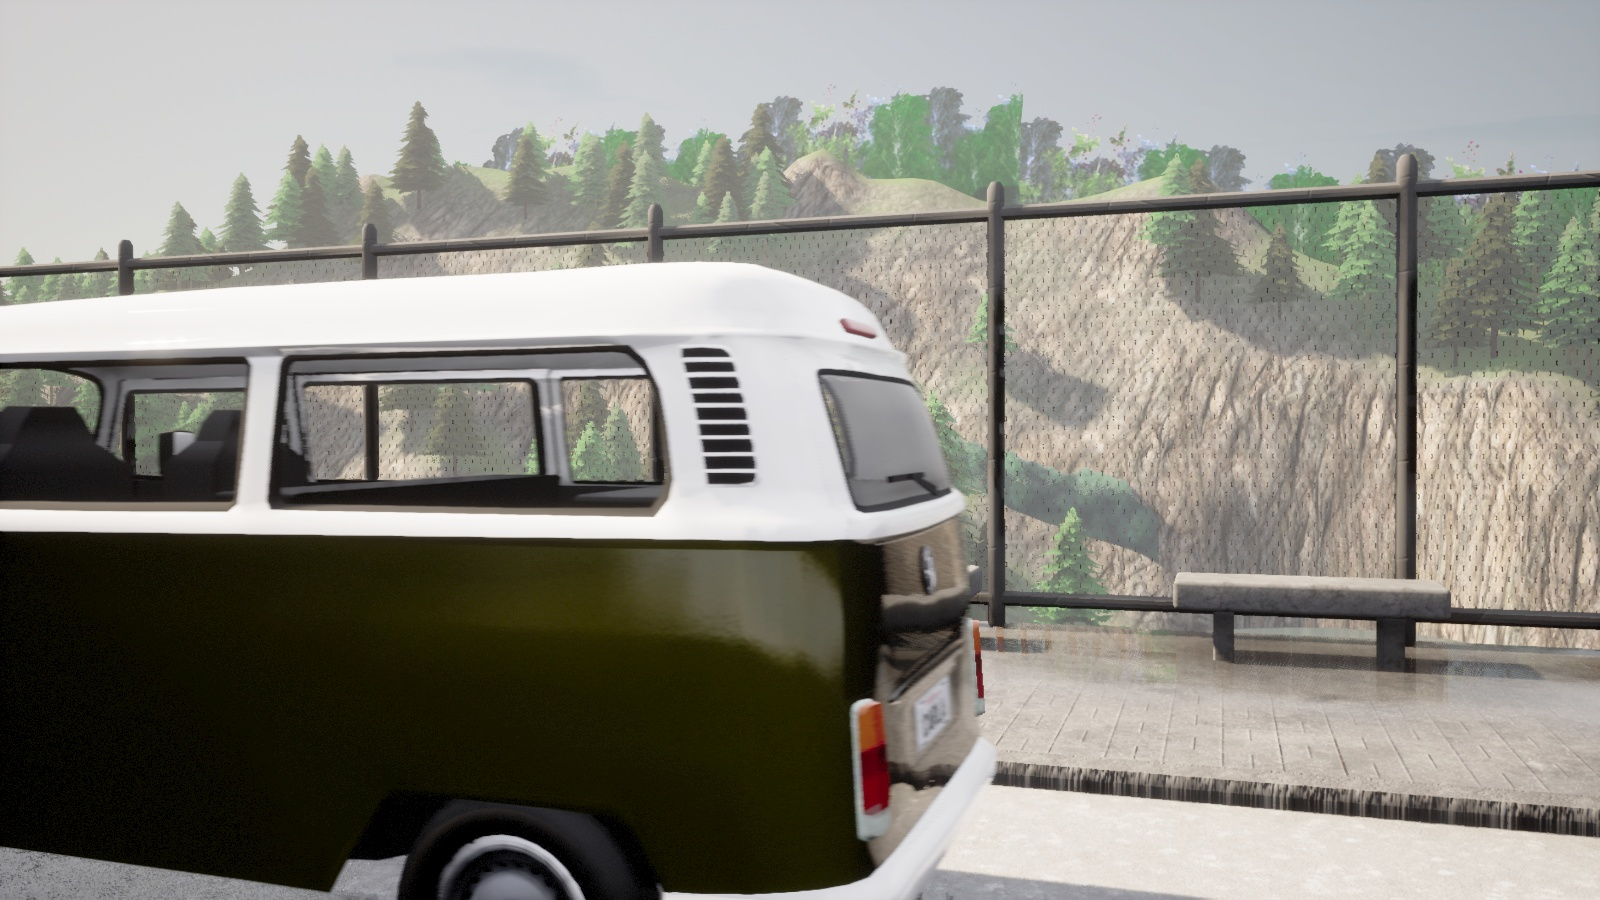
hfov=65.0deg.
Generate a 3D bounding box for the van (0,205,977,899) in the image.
[{"bbox_3d":[-1.813,0.474,4.326,4.480,2.038,2.069,1,1,19],"label":"van"}]
